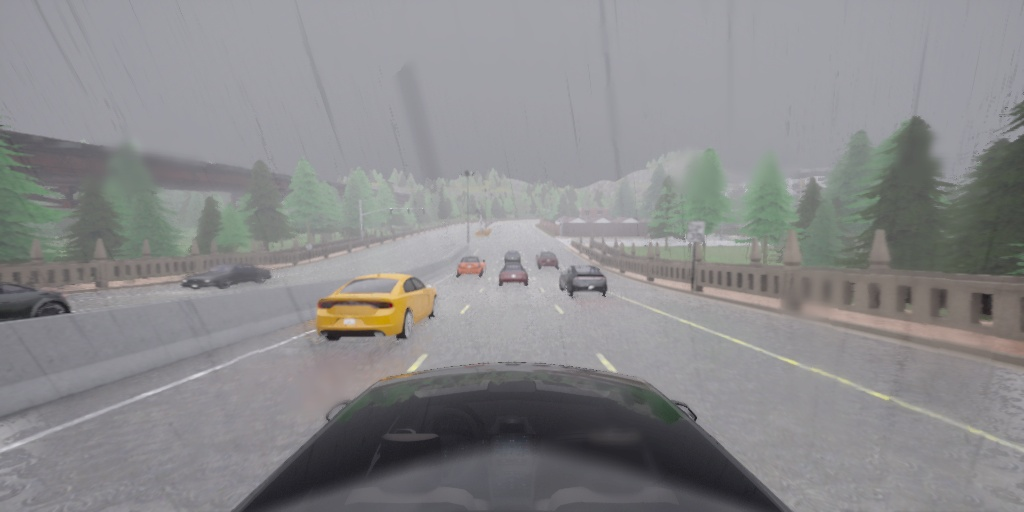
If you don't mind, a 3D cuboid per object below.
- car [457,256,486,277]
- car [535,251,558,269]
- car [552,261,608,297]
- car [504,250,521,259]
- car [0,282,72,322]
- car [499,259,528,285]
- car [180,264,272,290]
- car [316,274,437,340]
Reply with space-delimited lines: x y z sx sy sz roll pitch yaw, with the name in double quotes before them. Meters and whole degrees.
"car" -3.398 0.747 30.753 2.097 1.767 4.553 0 3 0
"car" 3.595 0.281 37.584 2.097 1.767 4.553 0 5 -1
"car" 3.602 1.223 18.744 2.128 1.511 4.902 0 0 0
"car" 0.066 -0.007 42.925 1.994 1.385 4.181 0 6 0
"car" -14.098 1.309 8.859 1.994 1.385 4.181 0 0 0
"car" 0.102 1.196 24.974 1.994 1.385 4.181 0 2 0
"car" -17.576 1.237 22.523 2.033 1.411 5.357 0 1 0
"car" -3.399 1.221 9.979 1.882 1.535 5.008 0 0 0
